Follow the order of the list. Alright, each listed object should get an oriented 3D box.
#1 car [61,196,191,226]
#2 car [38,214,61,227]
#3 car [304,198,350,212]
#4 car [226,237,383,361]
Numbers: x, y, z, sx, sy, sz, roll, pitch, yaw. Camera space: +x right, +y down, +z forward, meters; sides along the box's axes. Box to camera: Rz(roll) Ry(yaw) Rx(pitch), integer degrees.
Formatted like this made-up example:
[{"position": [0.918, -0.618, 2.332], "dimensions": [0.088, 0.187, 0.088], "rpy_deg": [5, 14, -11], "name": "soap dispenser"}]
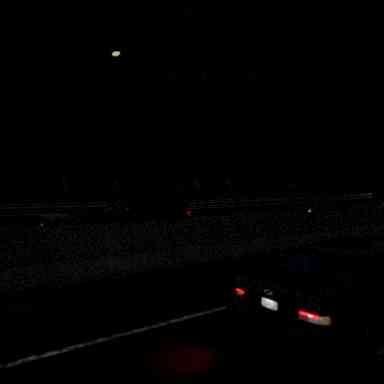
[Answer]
[{"position": [-2.618, 1.217, 14.984], "dimensions": [5.566, 2.045, 2.150], "rpy_deg": [0, 0, -35], "name": "car"}, {"position": [-6.887, 1.593, 20.539], "dimensions": [4.718, 1.301, 1.895], "rpy_deg": [0, 0, -35], "name": "car"}, {"position": [11.938, 1.318, 29.296], "dimensions": [4.902, 1.511, 2.128], "rpy_deg": [-1, 1, -34], "name": "car"}, {"position": [3.090, 1.546, 5.918], "dimensions": [5.357, 1.411, 2.033], "rpy_deg": [0, 0, -35], "name": "car"}]
